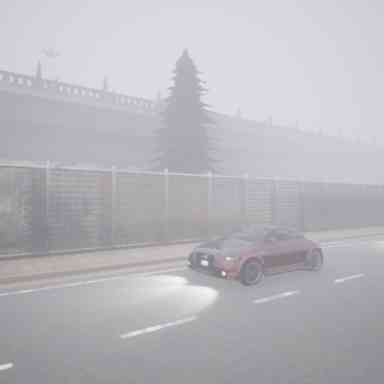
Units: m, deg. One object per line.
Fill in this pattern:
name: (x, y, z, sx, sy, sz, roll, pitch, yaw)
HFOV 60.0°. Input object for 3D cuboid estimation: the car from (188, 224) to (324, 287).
car: (1.949, 1.665, 9.701, 4.181, 1.385, 1.994, 1, -1, -36)
